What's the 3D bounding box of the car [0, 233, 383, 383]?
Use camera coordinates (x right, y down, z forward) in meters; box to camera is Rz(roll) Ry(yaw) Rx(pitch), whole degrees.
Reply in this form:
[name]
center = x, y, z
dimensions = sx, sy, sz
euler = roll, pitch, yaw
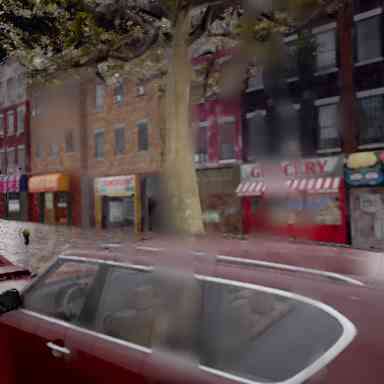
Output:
[car]
center = -0.319, 1.327, 3.074
dimensions = 5.009, 1.841, 2.192
euler = 0, -2, 36
